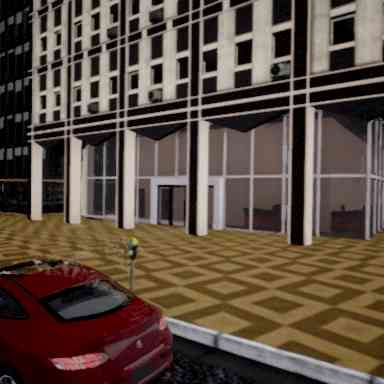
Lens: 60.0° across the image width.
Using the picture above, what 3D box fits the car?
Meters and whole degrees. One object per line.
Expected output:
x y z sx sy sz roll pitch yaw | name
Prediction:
-2.163 1.580 4.405 4.206 1.307 1.802 0 1 36 | car
